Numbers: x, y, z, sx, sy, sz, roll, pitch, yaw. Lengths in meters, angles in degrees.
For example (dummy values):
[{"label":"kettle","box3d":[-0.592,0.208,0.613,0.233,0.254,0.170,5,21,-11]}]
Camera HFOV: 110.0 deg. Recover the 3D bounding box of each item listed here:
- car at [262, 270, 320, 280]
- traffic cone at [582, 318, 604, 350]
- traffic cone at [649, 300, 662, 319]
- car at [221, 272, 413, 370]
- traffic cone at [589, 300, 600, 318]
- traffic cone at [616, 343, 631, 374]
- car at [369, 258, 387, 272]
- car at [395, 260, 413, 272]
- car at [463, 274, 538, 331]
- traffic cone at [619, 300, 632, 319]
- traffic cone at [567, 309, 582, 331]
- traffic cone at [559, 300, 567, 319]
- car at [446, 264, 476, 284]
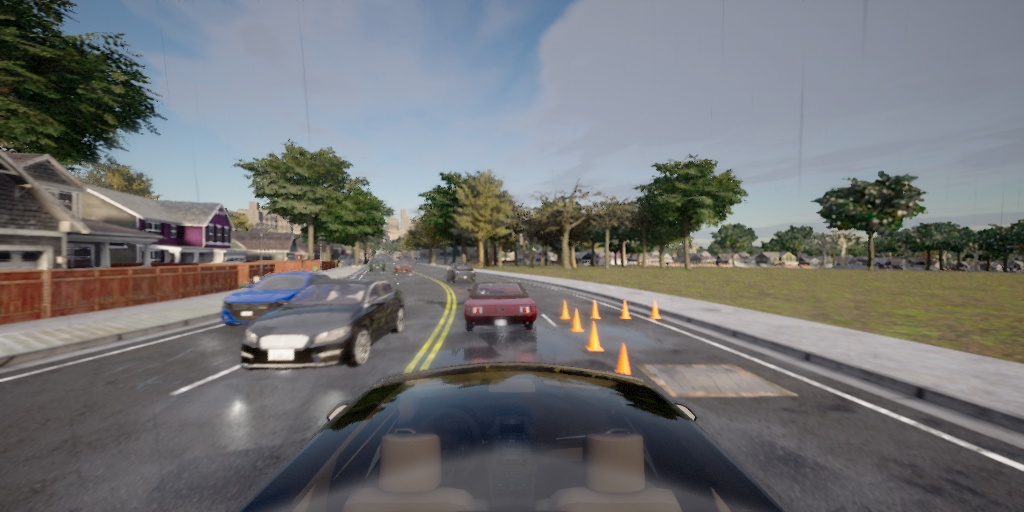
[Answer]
[{"label":"car","box3d":[-7.311,1.273,11.973,1.882,1.535,5.008,0,0,-7]},{"label":"traffic cone","box3d":[1.808,1.744,7.899,0.340,0.580,0.340,0,0,-1]},{"label":"traffic cone","box3d":[4.757,1.771,11.936,0.340,0.580,0.340,0,0,-1]},{"label":"car","box3d":[-3.701,1.268,7.952,2.128,1.511,4.902,0,0,-4]},{"label":"traffic cone","box3d":[2.757,1.767,11.911,0.340,0.580,0.340,0,0,-1]},{"label":"traffic cone","box3d":[1.833,1.733,5.899,0.340,0.580,0.340,0,0,-1]},{"label":"car","box3d":[-19.752,1.285,52.758,2.150,2.045,5.566,0,0,-20]},{"label":"car","box3d":[-14.404,1.376,47.587,2.097,1.767,4.553,0,0,-20]},{"label":"car","box3d":[-0.469,1.403,11.252,1.895,1.301,4.718,0,0,-5]},{"label":"traffic cone","box3d":[3.757,1.769,11.924,0.340,0.580,0.340,0,0,-1]},{"label":"traffic cone","box3d":[1.783,1.754,9.899,0.340,0.580,0.340,0,0,-1]},{"label":"traffic cone","box3d":[1.757,1.765,11.898,0.340,0.580,0.340,0,0,-1]},{"label":"car","box3d":[-4.159,1.394,28.931,2.128,1.511,4.902,0,0,-17]}]
